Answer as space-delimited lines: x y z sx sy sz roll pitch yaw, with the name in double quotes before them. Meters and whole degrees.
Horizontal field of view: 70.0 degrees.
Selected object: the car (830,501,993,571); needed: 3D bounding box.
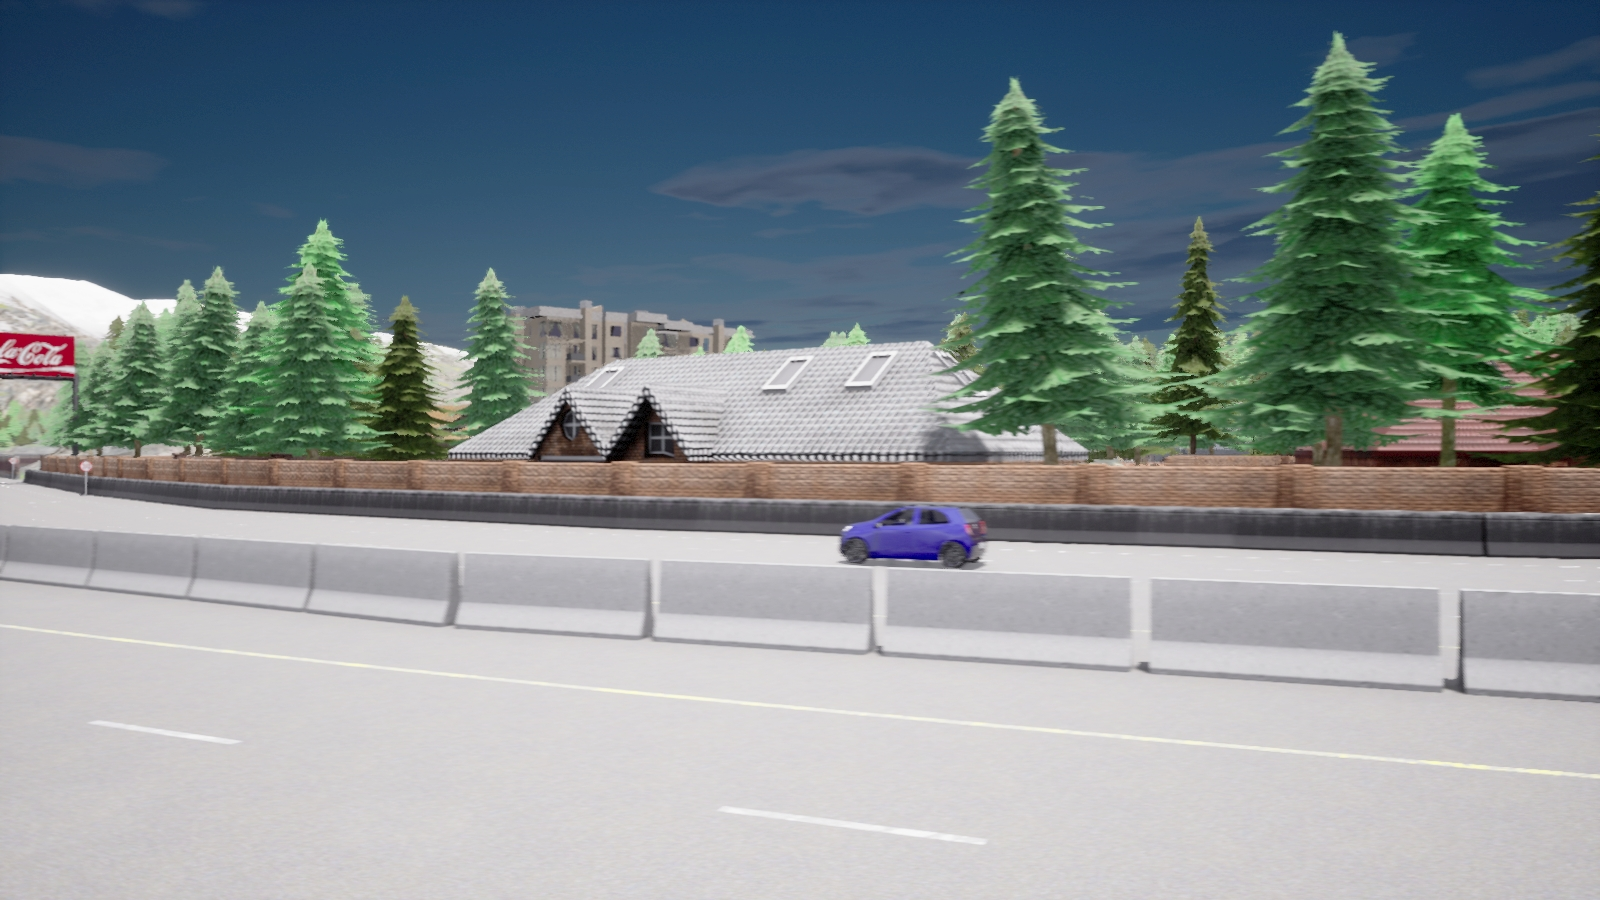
"car" 2.774 2.092 28.455 3.633 1.501 1.845 0 0 24
